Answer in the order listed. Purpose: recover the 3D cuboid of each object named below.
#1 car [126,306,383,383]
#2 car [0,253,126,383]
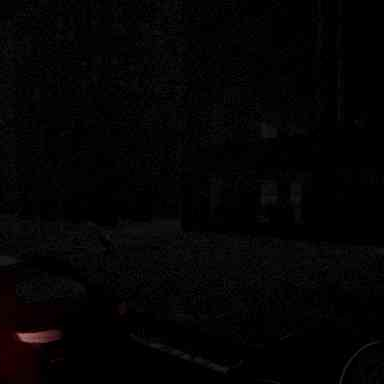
[{"bbox_3d":[1.852,1.440,1.639,4.097,1.590,1.967,0,0,36],"label":"car"},{"bbox_3d":[-2.708,1.581,4.892,4.206,1.307,1.802,0,0,36],"label":"car"}]
